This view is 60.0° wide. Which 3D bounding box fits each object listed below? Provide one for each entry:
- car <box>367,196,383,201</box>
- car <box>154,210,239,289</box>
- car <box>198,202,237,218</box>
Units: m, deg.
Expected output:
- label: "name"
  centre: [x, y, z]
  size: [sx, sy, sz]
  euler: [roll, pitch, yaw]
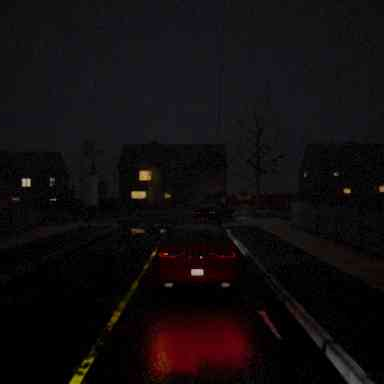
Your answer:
- label: "car"
  centre: [17.023, 1.094, 29.859]
  size: [4.181, 1.385, 1.994]
  euler: [-1, 1, 0]
- label: "car"
  centre: [0.103, 1.473, 9.167]
  size: [1.882, 1.535, 5.008]
  euler: [0, 0, 0]
- label: "car"
  centre: [1.784, 1.480, 24.278]
  size: [1.837, 1.490, 4.892]
  euler: [-2, 1, 24]
